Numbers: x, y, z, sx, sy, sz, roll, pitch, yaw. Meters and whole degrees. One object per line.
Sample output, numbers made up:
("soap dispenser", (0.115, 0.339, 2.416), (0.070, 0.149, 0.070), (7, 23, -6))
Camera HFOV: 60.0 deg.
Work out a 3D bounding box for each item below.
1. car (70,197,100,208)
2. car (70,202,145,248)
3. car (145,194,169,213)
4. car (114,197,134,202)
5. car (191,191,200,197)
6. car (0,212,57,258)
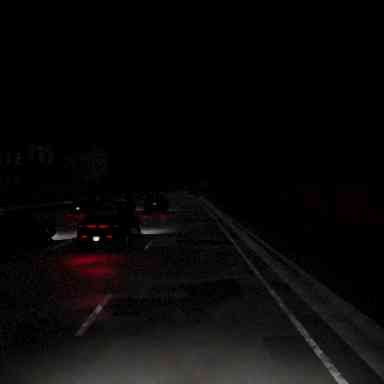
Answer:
("car", (-10.397, 1.239, 32.713), (1.837, 1.490, 4.892), (0, 0, 0))
("car", (-3.398, 1.388, 14.238), (1.837, 1.490, 4.892), (0, 0, 0))
("car", (-3.397, 1.089, 32.373), (2.097, 1.767, 4.553), (0, 0, 0))
("car", (-6.911, 1.252, 33.685), (1.812, 1.442, 4.674), (0, 0, 0))
("car", (1.232, 0.683, 95.424), (1.801, 1.575, 5.366), (0, 0, 0))
("car", (-6.899, 1.447, 12.243), (2.033, 1.411, 5.357), (0, 0, 0))
